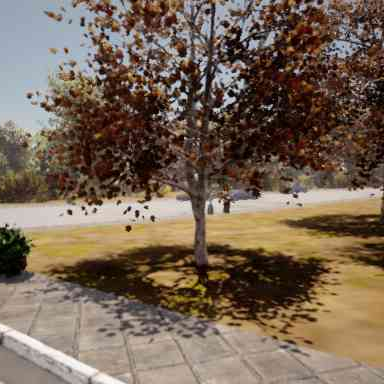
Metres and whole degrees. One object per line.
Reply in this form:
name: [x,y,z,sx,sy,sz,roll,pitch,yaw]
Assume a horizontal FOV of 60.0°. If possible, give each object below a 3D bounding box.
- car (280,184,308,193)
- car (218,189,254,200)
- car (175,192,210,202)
car: [15.192,-0.475,49.643,4.181,1.385,1.994,-3,3,-25]
car: [5.737,0.291,40.637,5.357,1.411,2.033,-3,3,-31]
car: [0.143,0.392,41.220,4.674,1.442,1.812,-3,3,-33]
